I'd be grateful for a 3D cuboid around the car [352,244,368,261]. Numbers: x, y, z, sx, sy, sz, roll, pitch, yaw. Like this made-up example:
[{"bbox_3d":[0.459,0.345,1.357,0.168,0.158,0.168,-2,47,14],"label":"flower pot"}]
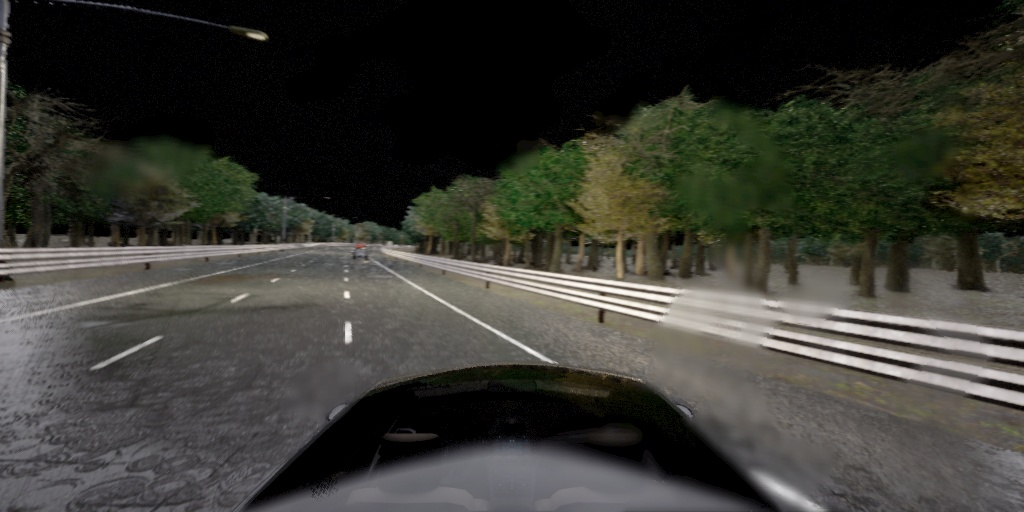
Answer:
[{"bbox_3d":[-21.228,-0.372,50.234,2.033,1.649,4.856,3,1,-25],"label":"car"}]
